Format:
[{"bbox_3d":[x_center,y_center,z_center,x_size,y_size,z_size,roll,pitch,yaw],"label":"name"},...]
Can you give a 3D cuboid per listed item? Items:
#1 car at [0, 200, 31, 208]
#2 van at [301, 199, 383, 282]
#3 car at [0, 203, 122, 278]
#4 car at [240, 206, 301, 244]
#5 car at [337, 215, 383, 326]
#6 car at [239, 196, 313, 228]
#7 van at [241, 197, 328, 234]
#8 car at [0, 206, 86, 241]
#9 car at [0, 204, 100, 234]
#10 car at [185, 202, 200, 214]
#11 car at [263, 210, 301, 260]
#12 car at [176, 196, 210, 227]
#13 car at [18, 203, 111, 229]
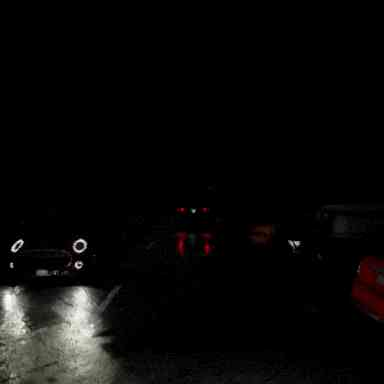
[{"bbox_3d":[-8.011,1.355,13.565,4.553,1.767,2.185,0,0,0],"label":"car"},{"bbox_3d":[5.155,1.253,7.814,4.442,1.987,1.878,0,0,0],"label":"van"},{"bbox_3d":[-3.600,1.350,10.228,2.097,1.767,4.553,0,0,0],"label":"car"},{"bbox_3d":[4.852,1.477,13.353,5.366,1.575,1.946,0,0,0],"label":"car"},{"bbox_3d":[5.007,1.354,5.045,4.553,1.767,2.185,0,0,0],"label":"car"},{"bbox_3d":[5.065,1.234,16.122,5.566,2.045,2.435,0,0,0],"label":"car"},{"bbox_3d":[5.154,1.276,19.014,4.442,1.987,1.878,0,0,0],"label":"van"},{"bbox_3d":[-8.036,1.488,16.341,5.008,1.535,2.097,0,0,0],"label":"car"},{"bbox_3d":[-8.038,1.504,19.113,4.892,1.521,2.231,0,0,0],"label":"car"},{"bbox_3d":[0.093,1.999,42.969,1.837,1.490,4.892,0,-2,0],"label":"car"},{"bbox_3d":[5.032,1.480,10.585,4.892,1.521,2.231,0,0,0],"label":"car"},{"bbox_3d":[0.094,1.283,23.125,2.150,2.045,5.566,0,0,0],"label":"car"},{"bbox_3d":[-8.229,1.523,21.882,5.366,1.575,1.946,0,0,0],"label":"car"}]
